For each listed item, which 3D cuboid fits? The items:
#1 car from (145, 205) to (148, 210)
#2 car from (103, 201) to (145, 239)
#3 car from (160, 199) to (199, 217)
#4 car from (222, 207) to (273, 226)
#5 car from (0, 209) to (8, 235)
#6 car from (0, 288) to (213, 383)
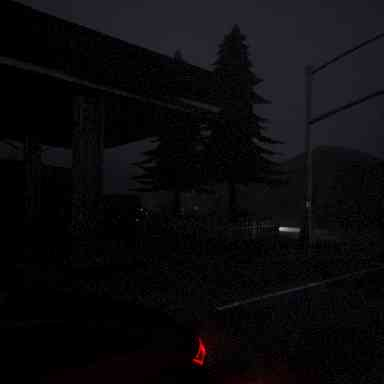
[{"bbox_3d":[-7.469,1.661,41.332,2.033,1.411,5.357,1,0,-35],"label":"car"},{"bbox_3d":[-4.520,1.445,18.298,1.905,1.878,3.866,1,0,-36],"label":"car"},{"bbox_3d":[-1.321,1.537,32.667,2.097,1.767,4.553,1,0,-36],"label":"car"},{"bbox_3d":[4.099,1.812,25.028,1.994,1.385,4.181,1,0,-35],"label":"car"},{"bbox_3d":[-11.652,1.520,18.480,2.242,1.667,4.611,1,0,-36],"label":"car"},{"bbox_3d":[-1.843,1.619,2.692,4.181,1.385,1.994,1,-1,-36],"label":"car"}]
